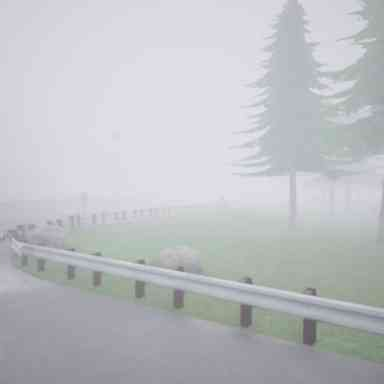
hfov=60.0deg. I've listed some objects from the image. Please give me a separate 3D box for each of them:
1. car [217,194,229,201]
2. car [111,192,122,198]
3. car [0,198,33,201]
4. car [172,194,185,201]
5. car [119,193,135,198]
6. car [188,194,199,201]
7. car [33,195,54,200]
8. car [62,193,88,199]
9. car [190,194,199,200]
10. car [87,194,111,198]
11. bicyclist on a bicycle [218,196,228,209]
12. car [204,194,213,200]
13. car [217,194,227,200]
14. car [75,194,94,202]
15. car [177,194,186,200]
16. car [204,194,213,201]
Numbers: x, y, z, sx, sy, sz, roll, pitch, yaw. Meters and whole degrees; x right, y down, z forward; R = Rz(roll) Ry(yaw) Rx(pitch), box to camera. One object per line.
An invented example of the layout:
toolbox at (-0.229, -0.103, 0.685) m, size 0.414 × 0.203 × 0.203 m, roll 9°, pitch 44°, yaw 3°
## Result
car at (7.233, 1.409, 75.081) m, size 1.895 × 1.301 × 4.718 m, roll 0°, pitch 0°, yaw 4°
car at (-17.275, 1.086, 76.055) m, size 2.150 × 2.045 × 5.566 m, roll 0°, pitch 0°, yaw 7°
car at (-24.520, 1.547, 44.866) m, size 1.895 × 1.301 × 4.718 m, roll 0°, pitch 0°, yaw 26°
car at (-3.349, 1.372, 74.673) m, size 2.033 × 1.411 × 5.357 m, roll 0°, pitch 0°, yaw 4°
car at (-13.899, 1.397, 74.761) m, size 2.033 × 1.411 × 5.357 m, roll 0°, pitch 0°, yaw 7°
car at (0.182, 1.300, 74.915) m, size 1.882 × 1.535 × 5.008 m, roll 0°, pitch 0°, yaw 4°
car at (-28.029, 1.267, 62.046) m, size 2.097 × 1.767 × 4.553 m, roll 0°, pitch 0°, yaw 23°
car at (-21.131, 1.125, 60.651) m, size 2.150 × 2.045 × 5.566 m, roll 0°, pitch 0°, yaw 22°
car at (0.683, 1.231, 85.368) m, size 1.895 × 1.301 × 4.718 m, roll 0°, pitch 0°, yaw -4°
car at (-17.408, 1.460, 60.707) m, size 1.994 × 1.385 × 4.181 m, roll 0°, pitch 0°, yaw 21°
bicyclist on a bicycle at (4.058, 1.378, 44.134) m, size 1.656 × 1.620 × 0.582 m, roll 4°, pitch 2°, yaw 25°
car at (4.185, 1.152, 85.366) m, size 1.812 × 1.442 × 4.674 m, roll 0°, pitch 0°, yaw -4°
car at (7.683, 1.216, 85.424) m, size 1.895 × 1.301 × 4.718 m, roll 0°, pitch 0°, yaw -4°
car at (-24.402, 1.353, 75.487) m, size 1.882 × 1.535 × 5.008 m, roll 0°, pitch 0°, yaw 11°
car at (-2.815, 1.183, 85.310) m, size 2.033 × 1.411 × 5.357 m, roll 0°, pitch 0°, yaw -4°
car at (3.707, 1.344, 74.982) m, size 2.128 × 1.511 × 4.902 m, roll 0°, pitch 0°, yaw 4°
